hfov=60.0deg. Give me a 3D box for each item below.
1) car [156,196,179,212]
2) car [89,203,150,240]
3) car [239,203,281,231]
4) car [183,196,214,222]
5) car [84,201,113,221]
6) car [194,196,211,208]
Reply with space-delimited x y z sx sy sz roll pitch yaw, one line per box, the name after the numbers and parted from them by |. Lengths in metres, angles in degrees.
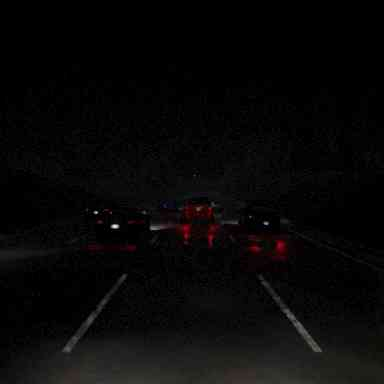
-2.491 1.202 34.697 1.882 1.535 5.008 0 1 3 | car
-3.253 1.434 16.286 1.994 1.385 4.181 0 0 1 | car
3.826 1.373 19.136 1.812 1.442 4.674 0 0 2 | car
0.521 1.158 24.319 2.097 1.767 4.553 0 0 2 | car
-6.472 1.368 24.724 1.994 1.385 4.181 0 0 2 | car
1.396 1.234 41.696 1.994 1.385 4.181 0 1 3 | car
